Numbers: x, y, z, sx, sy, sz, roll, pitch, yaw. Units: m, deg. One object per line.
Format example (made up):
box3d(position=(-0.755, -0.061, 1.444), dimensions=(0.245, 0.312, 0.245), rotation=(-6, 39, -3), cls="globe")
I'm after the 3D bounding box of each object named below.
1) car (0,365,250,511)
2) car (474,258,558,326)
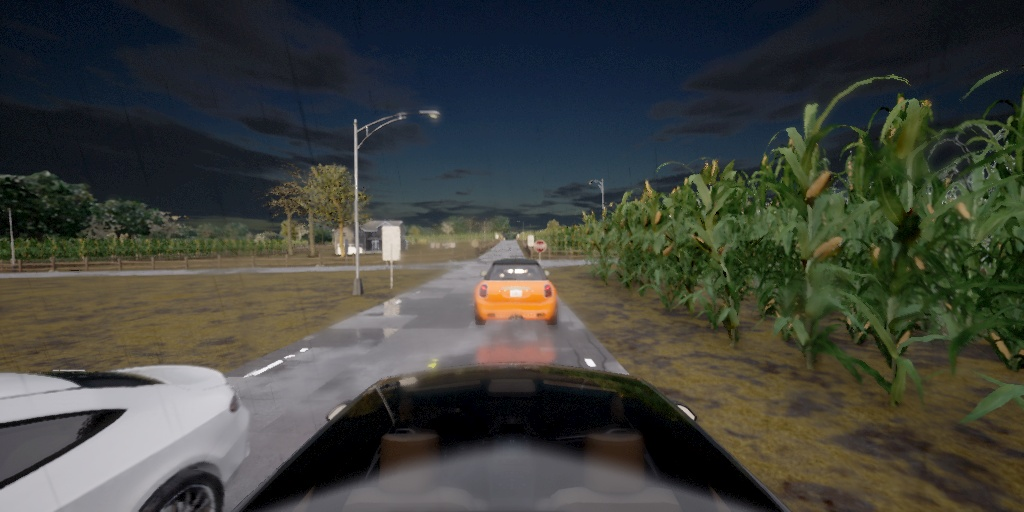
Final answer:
box3d(position=(-2.848, 1.297, 0.808), dimensions=(1.812, 1.442, 4.674), rotation=(0, 1, 0), cls="car")
box3d(position=(0.102, 0.854, 10.750), dimensions=(2.097, 1.767, 4.553), rotation=(0, 2, 0), cls="car")
